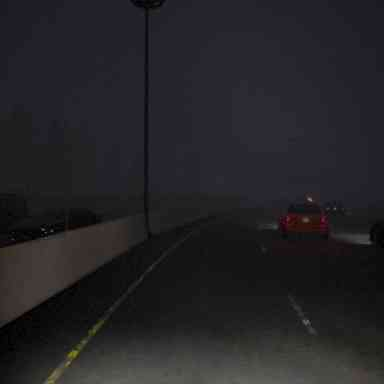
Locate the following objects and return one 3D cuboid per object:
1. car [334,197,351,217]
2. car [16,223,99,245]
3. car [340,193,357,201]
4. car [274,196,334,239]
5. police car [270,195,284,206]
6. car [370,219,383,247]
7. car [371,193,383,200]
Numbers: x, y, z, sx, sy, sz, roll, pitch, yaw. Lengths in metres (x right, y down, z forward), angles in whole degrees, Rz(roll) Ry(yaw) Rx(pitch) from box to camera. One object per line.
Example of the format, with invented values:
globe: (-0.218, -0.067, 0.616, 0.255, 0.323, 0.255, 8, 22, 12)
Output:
car: (12.937, 1.469, 30.338, 2.033, 1.411, 5.357, 0, 0, 21)
car: (-5.747, 1.380, 14.649, 1.882, 1.535, 5.008, 0, 0, 9)
car: (33.904, 1.043, 72.091, 4.553, 1.767, 2.097, 0, 0, -38)
car: (5.605, 1.298, 17.266, 2.097, 1.767, 4.553, 0, 0, 11)
police car: (13.121, 1.260, 49.255, 1.930, 1.638, 5.238, 0, 0, 31)
car: (8.179, 1.336, 11.837, 2.097, 1.767, 4.553, 0, 0, 8)
car: (45.415, 1.061, 80.422, 4.553, 1.767, 2.097, 0, 0, -30)
